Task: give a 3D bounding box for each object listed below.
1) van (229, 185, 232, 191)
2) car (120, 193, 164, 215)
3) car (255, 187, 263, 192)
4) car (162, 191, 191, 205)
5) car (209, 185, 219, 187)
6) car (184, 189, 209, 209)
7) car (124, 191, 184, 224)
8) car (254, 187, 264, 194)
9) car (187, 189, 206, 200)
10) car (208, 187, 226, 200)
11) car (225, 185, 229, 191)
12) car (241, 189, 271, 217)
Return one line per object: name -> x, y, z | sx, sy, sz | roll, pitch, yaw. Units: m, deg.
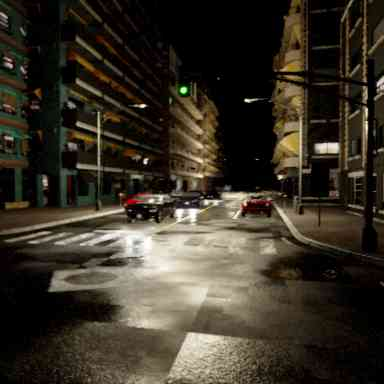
van -> 9.881, -1.016, 91.011 | 1.690, 1.788, 3.998 | 1, 2, 12
car -> -3.729, 0.829, 25.690 | 1.887, 1.381, 4.507 | 1, 2, 12
car -> 16.939, -0.646, 83.774 | 1.887, 1.381, 4.507 | 1, 2, 12
car -> -1.594, 0.584, 35.562 | 2.008, 1.369, 4.403 | 1, 2, 12
car -> 4.144, -0.354, 63.283 | 2.192, 1.841, 5.009 | 1, 2, 12
car -> -0.030, 0.725, 30.363 | 1.994, 1.385, 4.181 | 0, 1, 12
car -> -2.237, 0.925, 19.704 | 2.128, 1.511, 4.902 | 0, 1, 12
car -> 14.645, -0.366, 72.683 | 2.008, 1.369, 4.403 | 1, 2, 12
car -> 0.701, 0.317, 46.654 | 1.947, 1.339, 4.313 | 1, 2, 12
car -> 2.951, 0.360, 44.660 | 1.994, 1.385, 4.181 | 0, 2, 12
car -> 6.438, -0.395, 74.380 | 2.008, 1.369, 4.403 | 1, 2, 12
car -> 4.428, 0.786, 22.753 | 1.967, 1.590, 4.097 | 1, 2, 12
